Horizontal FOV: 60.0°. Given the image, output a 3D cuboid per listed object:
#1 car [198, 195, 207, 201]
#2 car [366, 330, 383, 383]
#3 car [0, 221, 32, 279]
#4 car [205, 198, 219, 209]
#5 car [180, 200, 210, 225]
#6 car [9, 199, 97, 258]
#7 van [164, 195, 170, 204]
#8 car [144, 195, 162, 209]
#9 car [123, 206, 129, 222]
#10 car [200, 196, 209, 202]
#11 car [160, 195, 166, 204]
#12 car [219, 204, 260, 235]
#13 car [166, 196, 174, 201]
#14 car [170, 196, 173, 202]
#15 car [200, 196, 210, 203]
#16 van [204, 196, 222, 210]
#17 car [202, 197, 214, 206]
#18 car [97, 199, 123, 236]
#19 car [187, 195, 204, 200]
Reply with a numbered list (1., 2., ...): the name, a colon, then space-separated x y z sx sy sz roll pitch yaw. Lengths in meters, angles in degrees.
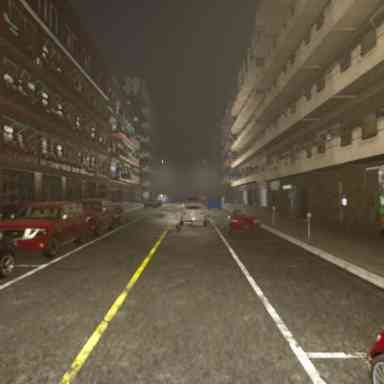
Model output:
1. car: 2.717 1.578 85.413 2.008 1.369 4.403 1 0 0
2. car: 2.702 1.583 1.847 1.802 1.307 4.206 1 0 0
3. car: -5.675 1.568 7.462 1.947 1.339 4.313 1 0 0
4. car: 2.735 1.539 46.586 1.752 1.417 4.829 1 0 0
5. car: 0.116 1.532 24.134 1.812 1.442 4.674 0 0 0
6. car: -5.668 1.319 13.033 2.192 1.841 5.009 1 0 0
7. van: -5.641 1.360 63.173 1.690 1.788 3.998 1 0 0
8. car: -5.652 1.539 46.290 1.752 1.417 4.829 1 0 0
9. car: -5.665 1.589 24.176 1.802 1.307 4.206 1 0 0
10. car: 2.710 1.605 74.271 1.802 1.307 4.206 1 0 0
11. car: -5.650 1.581 52.031 1.947 1.339 4.313 1 0 0
12. car: 2.711 1.587 18.560 1.802 1.307 4.206 1 0 0
13. car: -5.631 1.609 85.457 1.802 1.307 4.206 1 0 0
14. car: -5.640 1.572 68.743 2.008 1.369 4.403 1 0 0
15. car: 2.707 1.587 68.700 1.947 1.339 4.313 1 0 0
16. van: 2.730 1.353 40.844 1.690 1.788 3.998 1 0 0
17. car: 2.713 1.562 57.558 1.887 1.381 4.507 1 0 0
18. car: -5.665 1.320 18.604 2.192 1.841 5.009 1 0 0
19. car: 0.125 1.364 41.968 2.097 1.767 4.553 0 0 0
